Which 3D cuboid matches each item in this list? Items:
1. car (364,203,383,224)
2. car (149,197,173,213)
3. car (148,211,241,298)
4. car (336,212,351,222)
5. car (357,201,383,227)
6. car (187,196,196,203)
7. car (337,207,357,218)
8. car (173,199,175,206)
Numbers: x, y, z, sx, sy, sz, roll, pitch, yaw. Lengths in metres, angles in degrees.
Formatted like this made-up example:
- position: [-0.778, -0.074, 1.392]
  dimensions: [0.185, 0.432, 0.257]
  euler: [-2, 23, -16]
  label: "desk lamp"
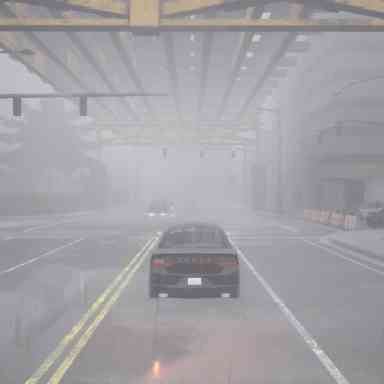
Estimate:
- position: [13.260, 1.295, 20.870]
  dimensions: [4.536, 1.218, 1.853]
  euler: [0, 0, -20]
  label: "car"
- position: [-3.694, 1.547, 38.079]
  dimensions: [2.033, 1.411, 5.357]
  euler: [0, 0, 0]
  label: "car"
- position: [0.052, 1.478, 8.544]
  dimensions: [1.882, 1.535, 5.008]
  euler: [0, 0, 0]
  label: "car"
- position: [13.528, 1.453, 25.011]
  dimensions: [4.974, 1.542, 2.038]
  euler: [0, 0, 25]
  label: "car"
- position: [13.212, 1.453, 20.852]
  dimensions: [4.974, 1.542, 2.038]
  euler: [0, 0, -20]
  label: "car"
- position: [-0.063, 1.491, 66.351]
  dimensions: [2.128, 1.511, 4.902]
  euler: [0, 0, 0]
  label: "car"
- position: [13.575, 1.295, 24.990]
  dimensions: [4.536, 1.218, 1.853]
  euler: [0, 0, 25]
  label: "car"
- position: [-3.704, 1.525, 51.132]
  dimensions: [1.812, 1.442, 4.674]
  euler: [0, 0, 0]
  label: "car"
